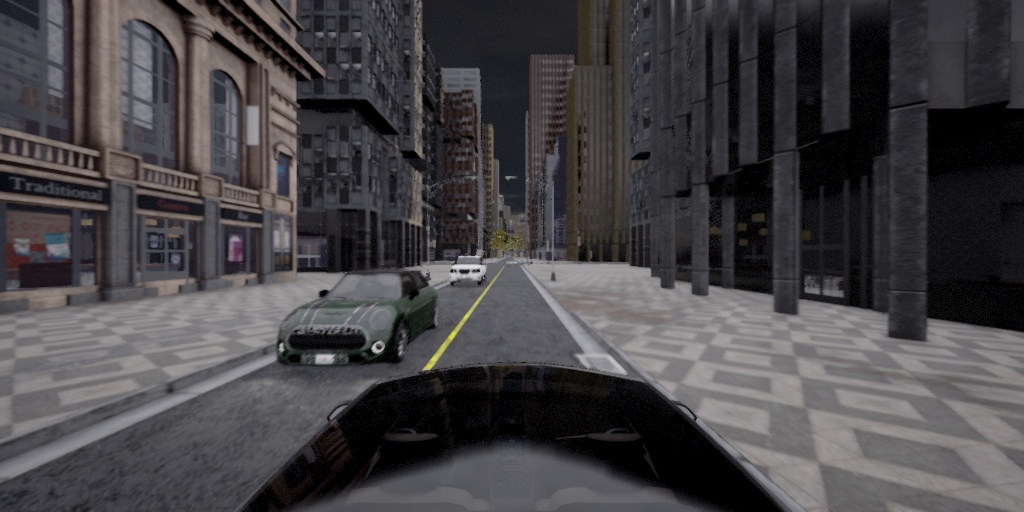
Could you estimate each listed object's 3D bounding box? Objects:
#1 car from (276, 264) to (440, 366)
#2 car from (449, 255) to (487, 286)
[{"bbox_3d":[-3.069,1.100,8.141,2.097,1.767,4.553,0,0,0],"label":"car"},{"bbox_3d":[-3.039,0.968,25.744,2.150,2.045,5.566,0,0,1],"label":"car"}]
